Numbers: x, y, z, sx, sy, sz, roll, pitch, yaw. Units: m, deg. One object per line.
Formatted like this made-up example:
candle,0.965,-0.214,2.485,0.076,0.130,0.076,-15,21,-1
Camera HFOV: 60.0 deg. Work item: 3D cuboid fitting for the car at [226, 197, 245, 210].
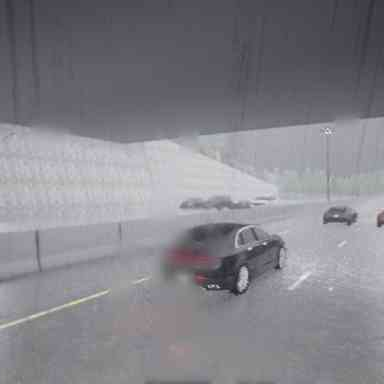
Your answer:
car,7.013,1.797,45.132,2.033,1.411,5.357,0,0,32

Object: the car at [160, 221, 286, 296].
car,1.103,1.557,9.028,1.837,1.490,4.892,0,0,32

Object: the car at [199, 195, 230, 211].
car,3.735,1.481,46.503,2.150,2.045,5.566,0,-1,32

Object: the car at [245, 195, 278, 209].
car,9.160,1.453,41.990,2.150,2.045,5.566,0,-1,32

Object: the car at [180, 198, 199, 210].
car,0.151,1.616,47.392,2.097,1.767,4.553,0,0,32

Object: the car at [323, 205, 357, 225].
car,11.403,1.701,25.497,1.994,1.385,4.181,0,0,32

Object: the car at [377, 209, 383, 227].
car,14.104,1.687,23.218,1.994,1.385,4.181,0,0,32
